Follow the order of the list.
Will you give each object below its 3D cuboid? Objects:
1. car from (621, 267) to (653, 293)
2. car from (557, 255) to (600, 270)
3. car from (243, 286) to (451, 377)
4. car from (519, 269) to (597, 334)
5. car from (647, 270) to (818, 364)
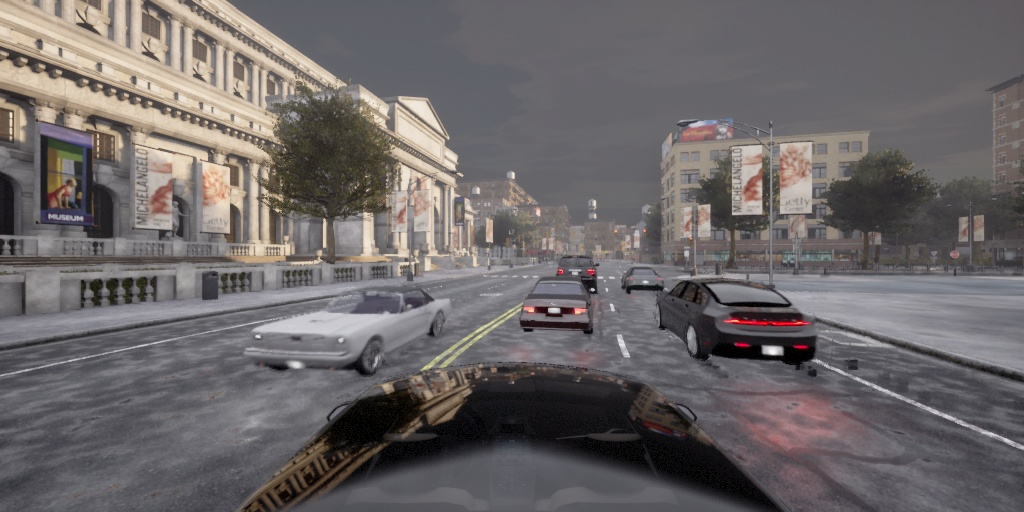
[{"bbox_3d":[7.364,1.314,20.457,1.994,1.385,4.181,0,0,13],"label":"car"},{"bbox_3d":[3.801,0.971,20.677,2.150,2.045,5.566,0,0,13],"label":"car"},{"bbox_3d":[-2.927,1.351,7.639,1.895,1.301,4.718,0,0,10],"label":"car"},{"bbox_3d":[1.463,1.297,10.700,2.033,1.411,5.357,0,0,11],"label":"car"},{"bbox_3d":[4.624,1.257,8.179,1.837,1.490,4.892,0,0,10],"label":"car"}]
